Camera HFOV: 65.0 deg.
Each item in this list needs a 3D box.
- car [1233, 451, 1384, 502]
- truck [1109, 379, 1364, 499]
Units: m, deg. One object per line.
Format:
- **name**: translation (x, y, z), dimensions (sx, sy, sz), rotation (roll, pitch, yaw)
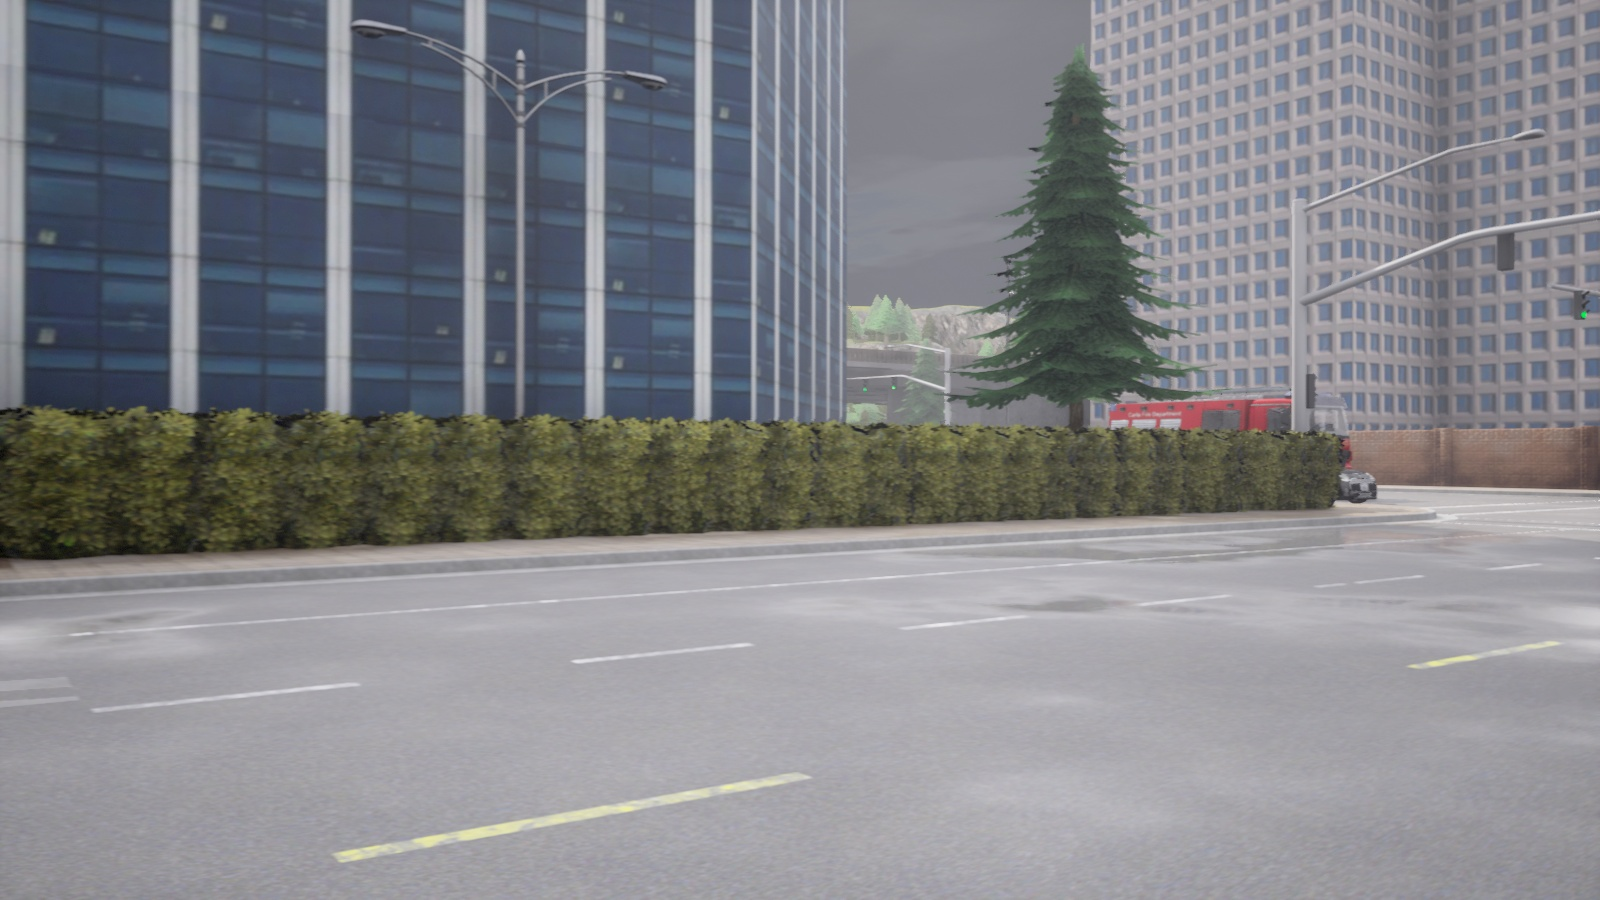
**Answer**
- **car**: translation (15.403, 0.771, 38.175), dimensions (1.970, 1.475, 3.806), rotation (0, 0, -34)
- **truck**: translation (15.235, -0.343, 44.604), dimensions (2.891, 3.827, 8.468), rotation (0, 0, -34)
